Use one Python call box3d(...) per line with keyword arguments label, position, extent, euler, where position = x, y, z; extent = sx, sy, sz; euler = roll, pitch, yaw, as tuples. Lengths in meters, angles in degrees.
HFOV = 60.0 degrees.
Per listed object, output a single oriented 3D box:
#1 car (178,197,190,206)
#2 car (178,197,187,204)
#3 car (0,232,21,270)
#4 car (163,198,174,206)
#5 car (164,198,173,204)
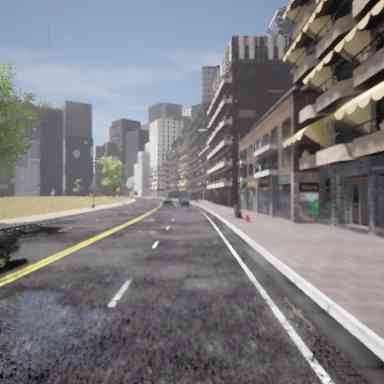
box3d(label="car", position=(-1.366, 2.021, 64.441), extent=(2.033, 1.411, 5.357), euler=(0, 0, -4))
box3d(label="car", position=(-2.114, 1.925, 74.942), extent=(1.837, 1.490, 4.892), euler=(0, 0, -5))
box3d(label="car", position=(-6.526, 1.607, 8.539), extent=(2.033, 1.411, 5.357), euler=(0, 0, 1))
box3d(label="car", position=(-4.635, 1.972, 64.639), extent=(2.128, 1.511, 4.902), euler=(0, 0, -4))
box3d(label="car", position=(-5.354, 1.975, 74.684), extent=(1.994, 1.385, 4.181), euler=(0, 0, -5))
